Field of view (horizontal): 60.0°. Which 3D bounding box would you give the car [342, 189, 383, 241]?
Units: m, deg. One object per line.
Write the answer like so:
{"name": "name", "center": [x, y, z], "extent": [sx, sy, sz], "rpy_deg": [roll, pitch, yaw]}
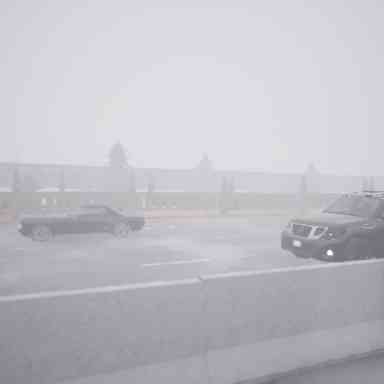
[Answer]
{"name": "car", "center": [9.880, 0.920, 15.021], "extent": [5.566, 2.045, 2.150], "rpy_deg": [0, 1, -17]}

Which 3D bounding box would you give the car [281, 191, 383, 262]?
{"name": "car", "center": [5.377, 1.009, 9.749], "extent": [5.566, 2.045, 2.150], "rpy_deg": [0, 2, -20]}

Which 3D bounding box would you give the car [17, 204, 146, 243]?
{"name": "car", "center": [-4.392, 1.180, 13.479], "extent": [4.718, 1.301, 1.895], "rpy_deg": [0, 2, -21]}
